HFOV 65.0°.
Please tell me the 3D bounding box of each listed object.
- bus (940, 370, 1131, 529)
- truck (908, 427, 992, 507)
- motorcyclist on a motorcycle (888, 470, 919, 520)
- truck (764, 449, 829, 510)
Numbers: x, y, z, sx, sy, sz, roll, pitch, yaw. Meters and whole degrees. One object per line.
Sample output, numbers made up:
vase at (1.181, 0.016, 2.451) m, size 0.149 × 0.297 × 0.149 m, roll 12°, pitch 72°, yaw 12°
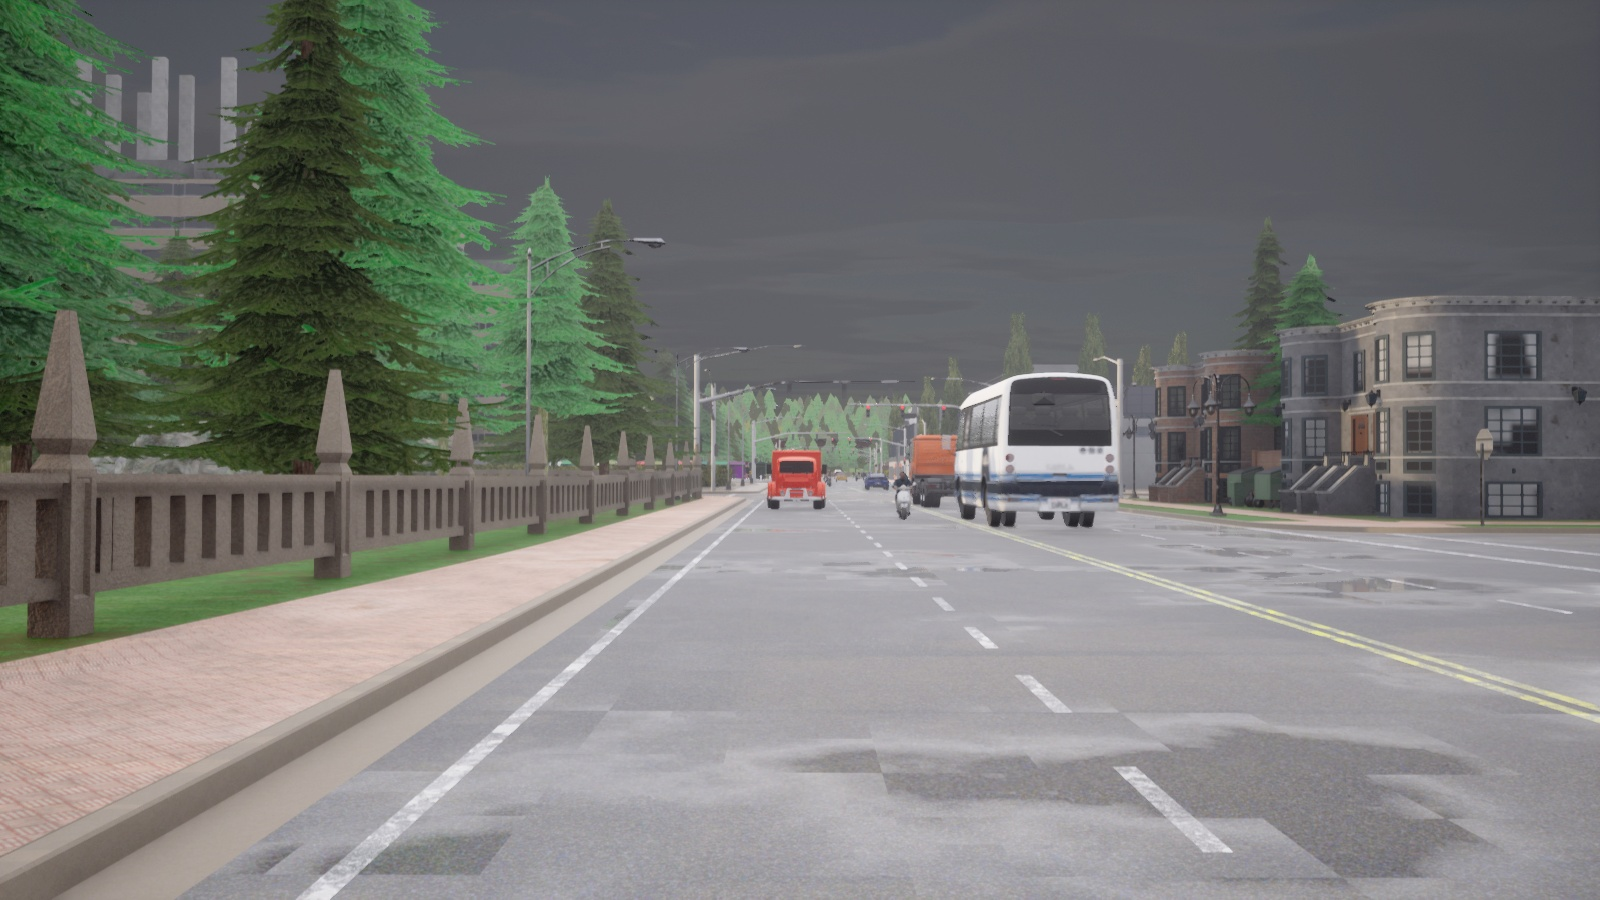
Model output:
bus at (6.897, 0.080, 38.848) m, size 3.944 × 4.253 × 10.273 m, roll 0°, pitch -1°, yaw 0°
truck at (6.849, 0.812, 58.414) m, size 2.891 × 3.462 × 7.936 m, roll 0°, pitch -1°, yaw 0°
motorcyclist on a motorcycle at (3.395, 1.466, 41.304) m, size 0.866 × 1.590 × 1.817 m, roll 0°, pitch -1°, yaw 0°
truck at (-0.136, 1.247, 53.344) m, size 2.627 × 2.467 × 5.204 m, roll 0°, pitch -1°, yaw 0°
